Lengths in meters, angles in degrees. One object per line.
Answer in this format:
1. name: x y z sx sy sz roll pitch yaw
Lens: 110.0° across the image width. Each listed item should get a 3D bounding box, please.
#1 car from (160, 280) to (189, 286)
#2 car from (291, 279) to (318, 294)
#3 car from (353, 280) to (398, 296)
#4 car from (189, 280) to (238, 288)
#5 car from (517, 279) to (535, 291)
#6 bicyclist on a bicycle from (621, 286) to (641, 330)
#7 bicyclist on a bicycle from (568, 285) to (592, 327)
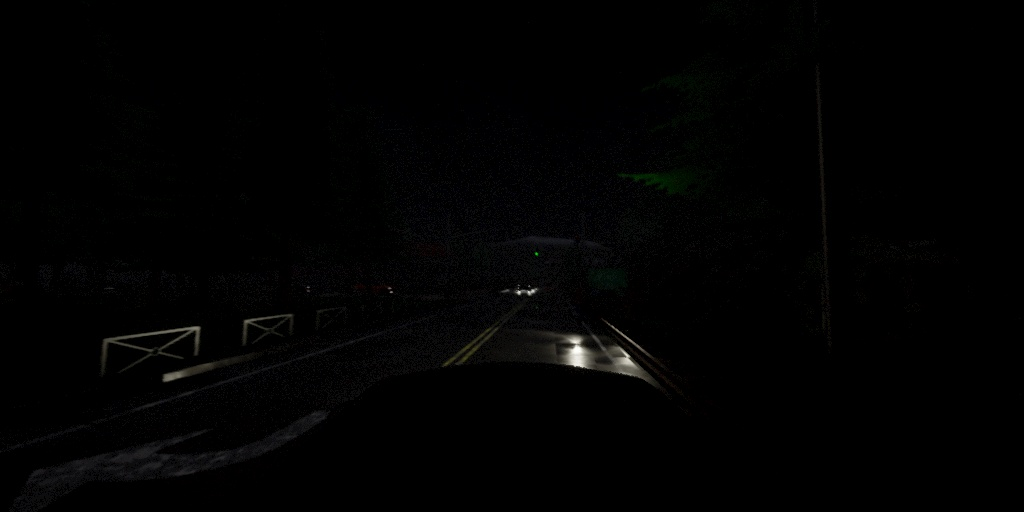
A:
1. car: -43.602 3.814 47.195 5.357 1.411 2.033 0 -4 15
2. car: -24.154 3.400 40.096 4.553 1.767 2.097 0 -4 7
3. car: -14.771 3.449 39.050 4.553 1.767 2.097 0 -4 6
4. car: -34.139 3.537 41.445 4.674 1.442 1.812 0 -4 10
5. car: 2.050 4.648 56.768 2.097 1.767 4.553 0 -4 6
6. bicyclist on a bicycle: 4.486 1.964 13.414 0.582 1.620 1.656 -3 -5 42
7. bicyclist on a bicycle: 2.759 2.004 14.421 1.656 1.620 0.582 4 -5 -45
